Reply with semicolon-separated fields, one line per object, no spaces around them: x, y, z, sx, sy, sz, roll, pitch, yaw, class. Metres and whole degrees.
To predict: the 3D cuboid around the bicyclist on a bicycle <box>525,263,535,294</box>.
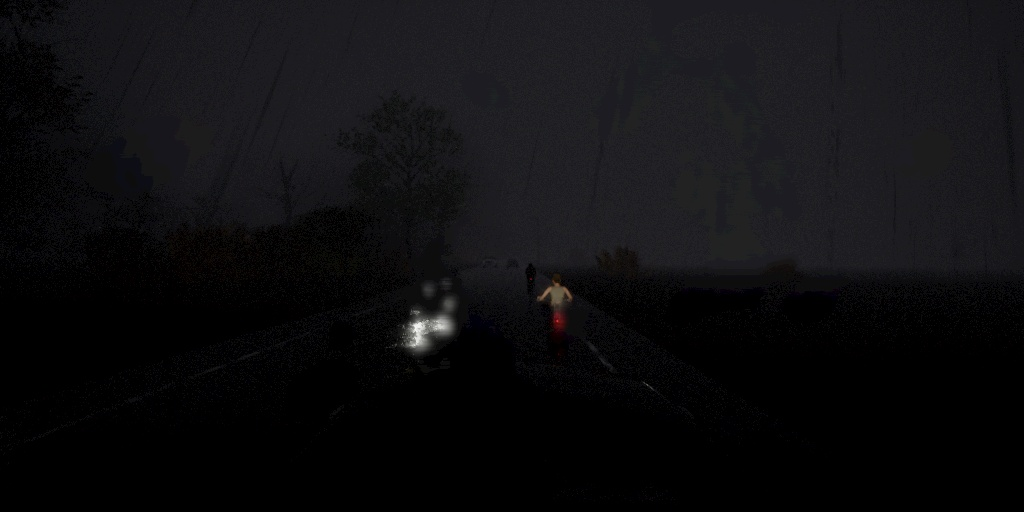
0.963;1.186;18.339;0.582;1.620;1.656;0;0;0;bicyclist on a bicycle

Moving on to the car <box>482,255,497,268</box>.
-3.573;0.893;58.111;2.150;2.045;5.566;0;0;0;car

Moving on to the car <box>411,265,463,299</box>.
-3.599;1.225;17.934;2.128;1.511;4.902;0;0;0;car

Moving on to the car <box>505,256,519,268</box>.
0.100;1.178;57.812;1.837;1.490;4.892;0;0;0;car

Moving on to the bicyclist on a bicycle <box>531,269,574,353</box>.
0.961;1.181;7.835;0.866;1.612;1.509;0;0;0;bicyclist on a bicycle
